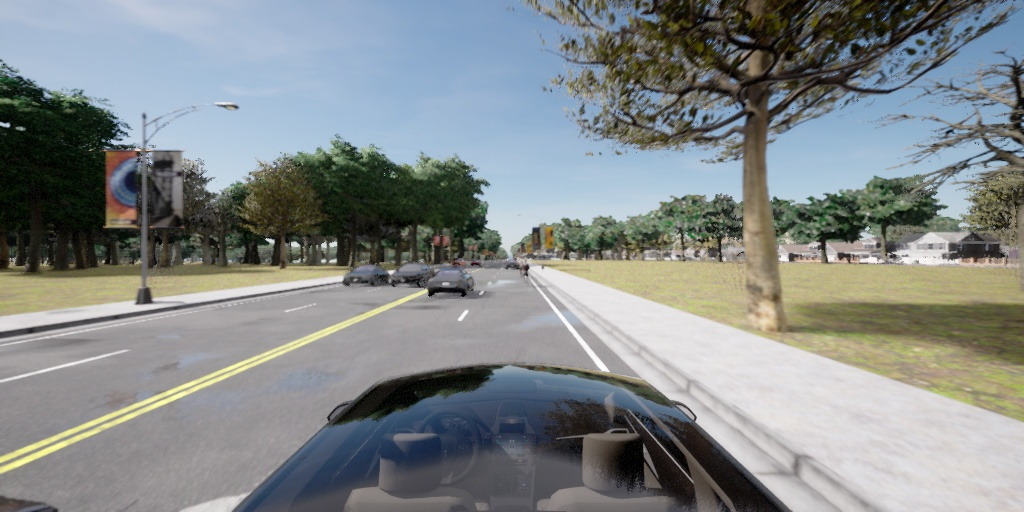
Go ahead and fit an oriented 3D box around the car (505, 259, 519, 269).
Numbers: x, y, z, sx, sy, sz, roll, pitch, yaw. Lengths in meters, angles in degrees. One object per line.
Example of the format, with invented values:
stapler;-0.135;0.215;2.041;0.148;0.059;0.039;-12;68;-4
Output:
car;0.041;1.280;55.362;1.812;1.442;4.674;0;0;0

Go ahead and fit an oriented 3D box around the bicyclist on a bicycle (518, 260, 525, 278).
bicyclist on a bicycle;0.872;1.200;32.832;0.582;1.620;1.656;0;0;0

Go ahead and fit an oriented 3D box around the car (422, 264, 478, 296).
car;-3.161;1.309;19.132;1.994;1.385;4.181;0;0;0

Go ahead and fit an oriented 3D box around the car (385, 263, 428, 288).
car;-6.613;1.223;24.229;1.882;1.535;5.008;0;0;0

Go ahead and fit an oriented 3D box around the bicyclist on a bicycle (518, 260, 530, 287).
bicyclist on a bicycle;0.878;1.116;23.621;0.659;1.776;1.843;0;0;0

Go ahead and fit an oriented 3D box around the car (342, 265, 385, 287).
car;-9.862;1.309;24.579;1.994;1.385;4.181;0;0;0
